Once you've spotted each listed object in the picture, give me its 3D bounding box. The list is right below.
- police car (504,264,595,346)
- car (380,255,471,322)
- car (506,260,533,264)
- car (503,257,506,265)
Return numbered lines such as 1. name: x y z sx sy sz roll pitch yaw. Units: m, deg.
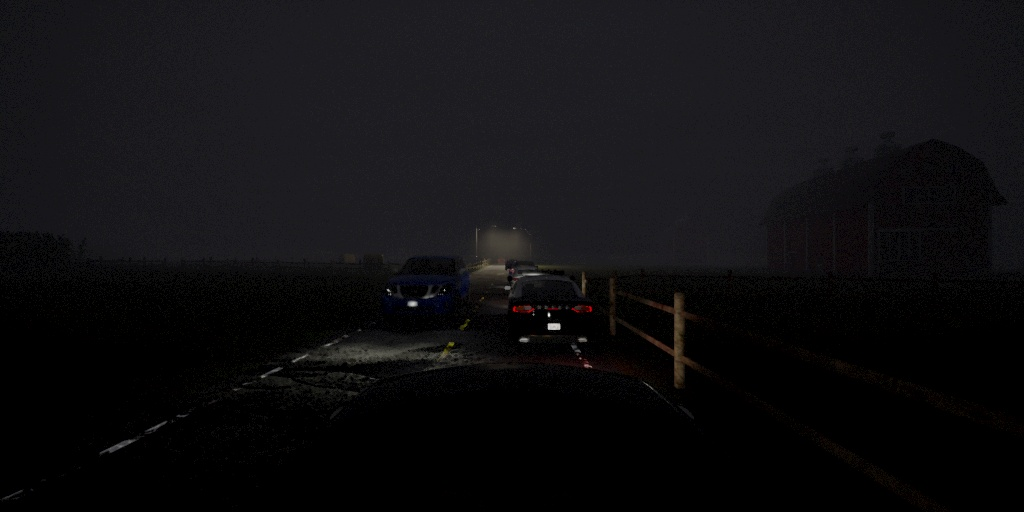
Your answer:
1. police car: 0.820 1.174 9.587 1.930 1.638 5.238 0 0 0
2. car: -2.756 0.971 12.703 2.150 2.045 5.566 0 0 0
3. car: 0.811 1.099 25.447 2.097 1.767 4.553 0 0 0
4. car: 0.030 1.220 49.769 1.882 1.535 5.008 0 0 0
